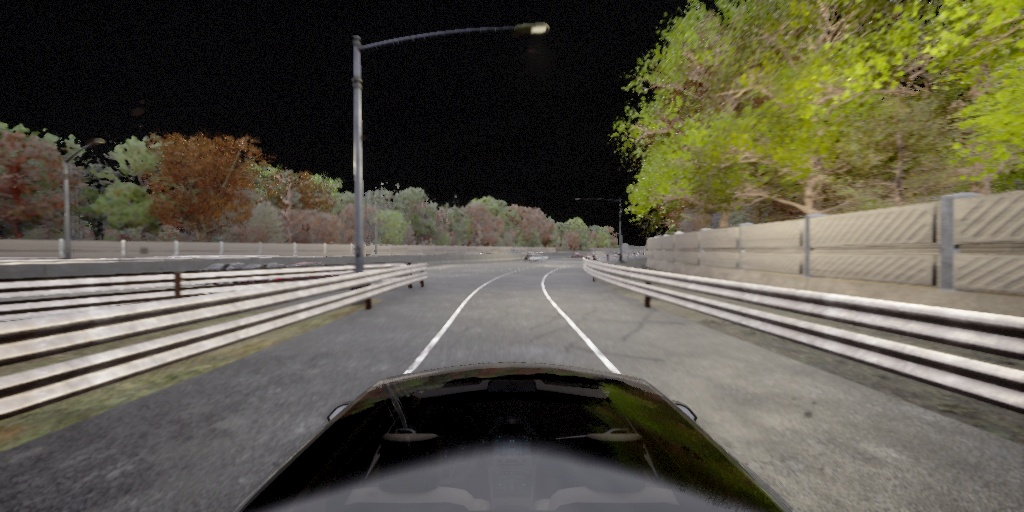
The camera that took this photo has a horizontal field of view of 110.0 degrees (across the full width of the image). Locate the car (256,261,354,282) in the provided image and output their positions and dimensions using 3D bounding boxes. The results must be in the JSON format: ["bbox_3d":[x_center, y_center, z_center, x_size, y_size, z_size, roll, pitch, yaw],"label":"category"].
[{"bbox_3d":[-10.939,1.001,19.792,1.812,1.442,4.674,0,1,25],"label":"car"}]

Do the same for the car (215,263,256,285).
[{"bbox_3d":[-14.129,1.070,21.243,1.895,1.301,4.718,0,1,25],"label":"car"}]

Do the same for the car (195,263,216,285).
[{"bbox_3d":[-17.347,1.067,22.625,1.895,1.301,4.718,0,1,25],"label":"car"}]

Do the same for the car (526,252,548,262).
[{"bbox_3d":[4.526,0.402,60.138,1.895,1.301,4.718,0,1,26],"label":"car"}]
